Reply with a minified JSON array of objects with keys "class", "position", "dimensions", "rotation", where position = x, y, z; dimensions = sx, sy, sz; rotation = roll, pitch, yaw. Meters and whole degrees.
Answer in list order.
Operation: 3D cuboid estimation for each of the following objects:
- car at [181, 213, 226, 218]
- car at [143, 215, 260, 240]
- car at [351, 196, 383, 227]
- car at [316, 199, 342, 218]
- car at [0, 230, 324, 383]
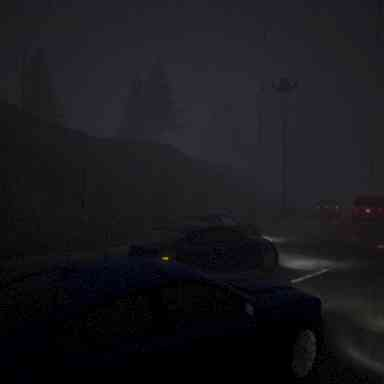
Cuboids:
[{"class":"car","position":[0.752,1.585,13.934],"dimensions":[5.357,1.411,2.033],"rotation":[0,0,-45]},{"class":"car","position":[0.412,1.550,8.959],"dimensions":[4.674,1.442,1.812],"rotation":[0,0,-41]},{"class":"car","position":[12.519,1.275,23.220],"dimensions":[2.150,2.045,5.566],"rotation":[0,0,32]},{"class":"car","position":[13.143,1.428,31.878],"dimensions":[2.097,1.767,4.553],"rotation":[0,0,26]},{"class":"car","position":[-0.513,1.489,3.664],"dimensions":[5.008,1.535,1.882],"rotation":[0,0,-37]}]
